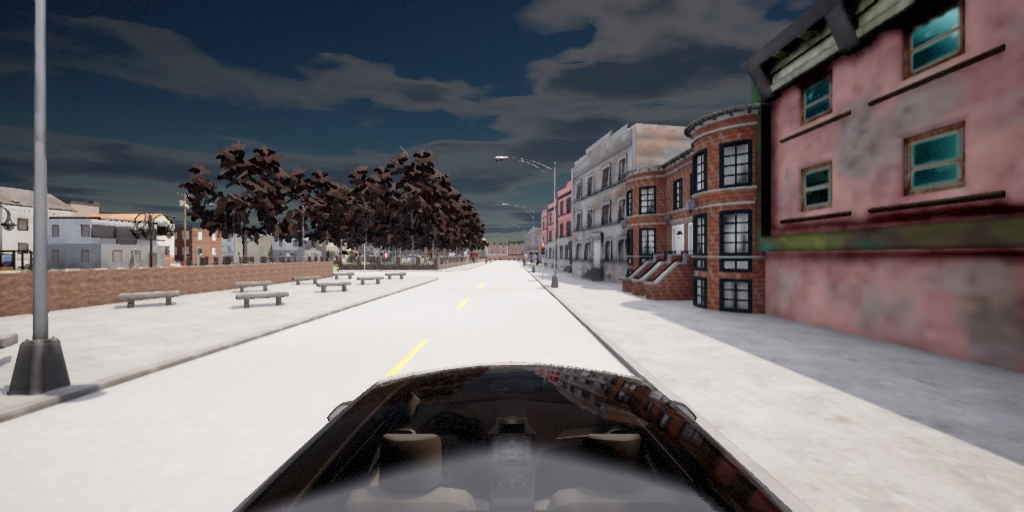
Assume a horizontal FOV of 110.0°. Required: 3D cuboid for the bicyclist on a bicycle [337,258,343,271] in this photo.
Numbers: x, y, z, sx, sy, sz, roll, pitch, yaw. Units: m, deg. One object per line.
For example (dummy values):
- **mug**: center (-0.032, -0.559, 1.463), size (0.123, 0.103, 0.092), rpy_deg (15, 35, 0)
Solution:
- **bicyclist on a bicycle**: center (-21.933, 1.074, 45.752), size (0.582, 1.620, 1.656), rpy_deg (0, 0, 0)
